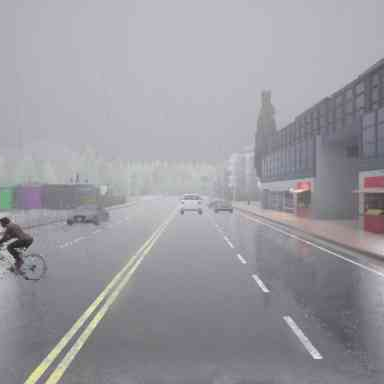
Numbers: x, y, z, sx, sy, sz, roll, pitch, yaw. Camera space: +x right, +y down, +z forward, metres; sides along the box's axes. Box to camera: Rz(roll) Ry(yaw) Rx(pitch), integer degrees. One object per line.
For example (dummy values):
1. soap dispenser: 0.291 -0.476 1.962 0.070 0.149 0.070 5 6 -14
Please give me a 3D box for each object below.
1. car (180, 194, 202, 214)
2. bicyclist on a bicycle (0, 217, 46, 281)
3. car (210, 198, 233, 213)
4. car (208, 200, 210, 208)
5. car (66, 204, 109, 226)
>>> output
1. car: -0.086 1.222 34.877 2.150 2.045 5.566 0 0 0
2. bicyclist on a bicycle: -4.490 1.455 8.322 1.656 1.620 0.582 -2 0 -1
3. car: 3.380 1.547 36.629 2.033 1.411 5.357 0 0 0
4. car: 3.299 1.526 46.806 1.812 1.442 4.674 0 0 0
5. car: -7.164 1.565 23.211 1.994 1.385 4.181 0 0 0
